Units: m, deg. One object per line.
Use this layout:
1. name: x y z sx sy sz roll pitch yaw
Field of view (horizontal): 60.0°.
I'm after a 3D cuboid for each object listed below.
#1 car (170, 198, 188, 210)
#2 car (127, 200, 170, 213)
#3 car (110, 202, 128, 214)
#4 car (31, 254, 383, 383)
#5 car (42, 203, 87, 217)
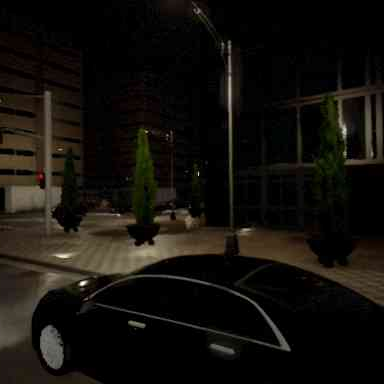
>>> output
1. car: -2.636 1.789 50.898 2.097 1.767 4.553 -1 0 35
2. car: -5.241 1.993 40.804 1.895 1.301 4.718 -1 0 35
3. car: -8.402 1.962 42.722 1.812 1.442 4.674 -1 0 35
4. car: -0.012 1.534 4.000 4.892 1.490 1.837 0 0 36
5. car: -13.528 1.788 35.474 2.097 1.767 4.553 -1 0 35
